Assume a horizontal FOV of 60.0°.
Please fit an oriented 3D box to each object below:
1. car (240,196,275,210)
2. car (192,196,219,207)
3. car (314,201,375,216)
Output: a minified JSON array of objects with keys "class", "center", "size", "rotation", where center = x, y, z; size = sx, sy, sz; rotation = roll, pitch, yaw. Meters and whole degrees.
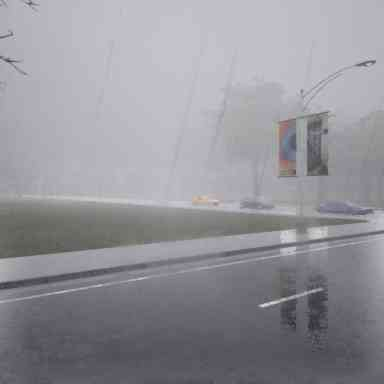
[{"class":"car","center":[8.106,1.321,41.485],"size":[2.097,1.767,4.553],"rotation":[0,0,-36]},{"class":"car","center":[1.992,1.415,49.860],"size":[1.882,1.535,5.008],"rotation":[0,0,-36]},{"class":"car","center":[14.697,1.557,32.436],"size":[2.033,1.411,5.357],"rotation":[0,0,-35]}]
